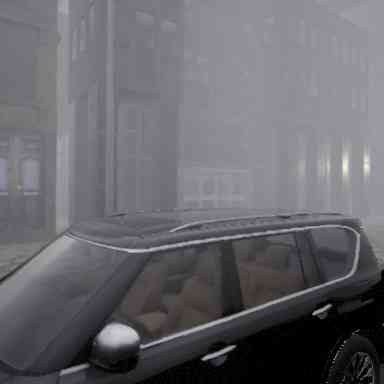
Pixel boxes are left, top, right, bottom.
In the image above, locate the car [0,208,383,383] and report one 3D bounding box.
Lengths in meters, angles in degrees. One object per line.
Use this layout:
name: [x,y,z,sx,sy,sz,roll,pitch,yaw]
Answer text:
car: [-0.343,1.220,3.011,5.566,2.045,2.150,0,0,-36]
